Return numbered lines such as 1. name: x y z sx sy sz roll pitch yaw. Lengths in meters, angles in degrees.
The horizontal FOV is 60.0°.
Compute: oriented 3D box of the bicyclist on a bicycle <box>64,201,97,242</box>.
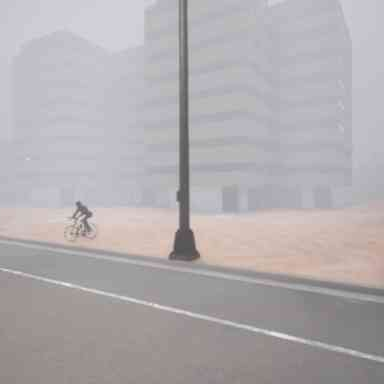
1. bicyclist on a bicycle: -4.530 1.194 13.645 0.582 1.620 1.656 0 0 33
